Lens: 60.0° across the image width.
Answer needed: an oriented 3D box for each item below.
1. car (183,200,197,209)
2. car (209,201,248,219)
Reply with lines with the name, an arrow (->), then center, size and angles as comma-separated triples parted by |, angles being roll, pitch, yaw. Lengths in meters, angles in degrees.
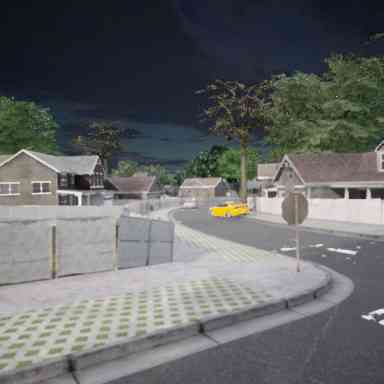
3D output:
car -> -0.260, 2.067, 54.737 | 1.812, 1.442, 4.674 | -2, -1, 7
car -> 3.542, 1.701, 33.070 | 1.882, 1.535, 5.008 | -6, 1, -28
